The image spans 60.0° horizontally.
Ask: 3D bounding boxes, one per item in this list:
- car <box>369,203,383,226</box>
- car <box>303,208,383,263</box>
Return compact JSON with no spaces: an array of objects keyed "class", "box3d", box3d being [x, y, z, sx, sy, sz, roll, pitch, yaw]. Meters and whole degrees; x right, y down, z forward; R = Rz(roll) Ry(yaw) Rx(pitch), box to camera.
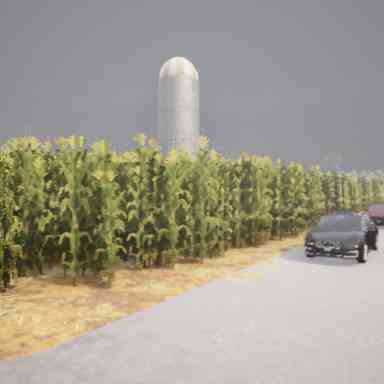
[{"class":"car","box3d":[12.653,1.497,22.075,1.882,1.535,5.008,-1,0,36]},{"class":"car","box3d":[5.607,1.529,12.270,1.837,1.490,4.892,-1,0,36]}]
